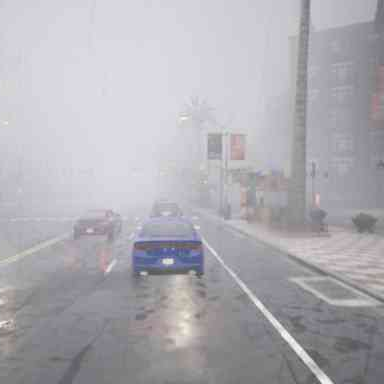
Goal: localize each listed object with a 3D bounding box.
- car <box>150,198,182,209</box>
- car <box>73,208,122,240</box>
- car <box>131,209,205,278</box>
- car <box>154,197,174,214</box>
[{"bbox_3d":[-1.728,1.399,22.249,2.097,1.767,4.553,0,0,-5],"label":"car"},{"bbox_3d":[-4.792,1.568,17.228,1.812,1.442,4.674,0,0,-5],"label":"car"},{"bbox_3d":[-0.733,1.500,10.312,1.882,1.535,5.008,0,0,-4],"label":"car"},{"bbox_3d":[-3.174,1.432,37.384,2.097,1.767,4.553,0,0,-5],"label":"car"}]
